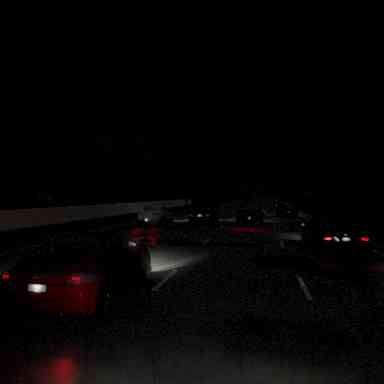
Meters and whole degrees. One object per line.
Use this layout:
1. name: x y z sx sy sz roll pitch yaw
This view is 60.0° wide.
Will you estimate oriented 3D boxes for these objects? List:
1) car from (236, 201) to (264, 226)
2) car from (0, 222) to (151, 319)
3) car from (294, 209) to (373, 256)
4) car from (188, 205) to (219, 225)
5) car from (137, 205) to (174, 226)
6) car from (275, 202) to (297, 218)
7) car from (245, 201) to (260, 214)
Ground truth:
1. car: 4.400 1.686 25.287 1.882 1.535 5.008 0 -1 11
2. car: -2.334 1.617 7.629 1.994 1.385 4.181 0 0 8
3. car: 5.714 1.671 13.745 2.033 1.411 5.357 0 0 11
4. car: 1.015 1.753 26.254 2.033 1.411 5.357 0 0 11
5. car: -2.719 1.713 25.372 1.812 1.442 4.674 0 0 11
6. car: 9.692 1.769 34.181 1.882 1.535 5.008 0 0 11
7. car: 7.612 1.870 41.824 1.812 1.442 4.674 0 0 11
